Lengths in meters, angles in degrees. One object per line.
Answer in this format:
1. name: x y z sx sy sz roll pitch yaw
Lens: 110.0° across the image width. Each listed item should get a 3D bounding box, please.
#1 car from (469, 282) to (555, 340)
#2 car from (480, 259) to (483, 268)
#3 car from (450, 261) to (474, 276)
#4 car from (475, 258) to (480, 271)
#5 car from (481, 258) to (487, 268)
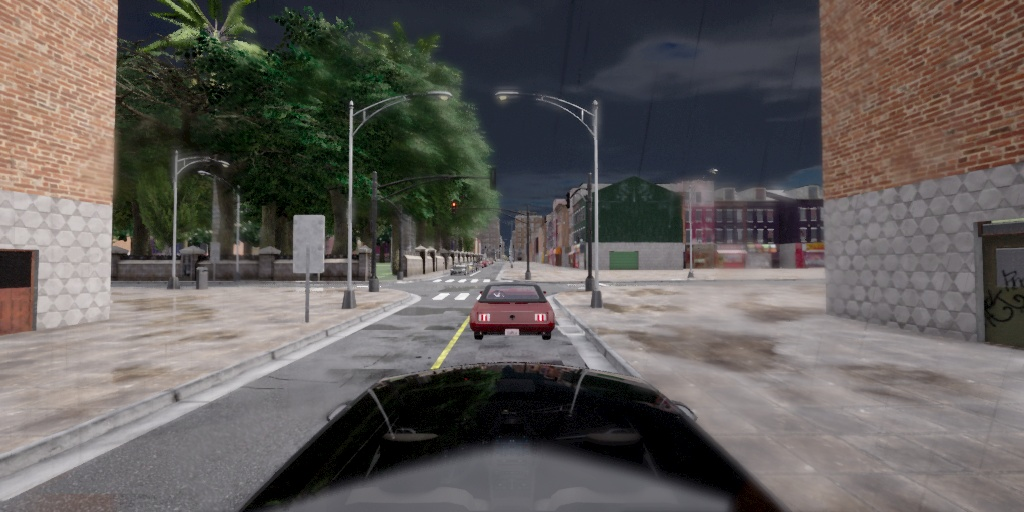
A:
1. car: 0.025 1.355 9.940 1.895 1.301 4.718 0 0 0
2. car: -5.628 1.373 50.996 1.948 1.339 4.313 0 0 0
3. car: -5.547 1.334 38.411 2.007 1.370 4.403 0 0 0
4. car: -5.581 1.347 45.546 2.007 1.370 4.403 0 0 0
5. car: -5.721 1.420 61.895 1.802 1.307 4.207 0 0 0
